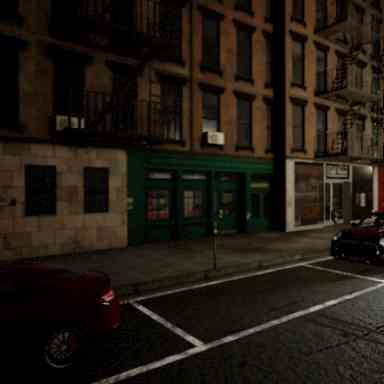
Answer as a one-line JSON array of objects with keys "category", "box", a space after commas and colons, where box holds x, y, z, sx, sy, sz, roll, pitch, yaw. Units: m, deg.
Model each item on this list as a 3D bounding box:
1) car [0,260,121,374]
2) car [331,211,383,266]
[{"category": "car", "box": [-2.971, 1.583, 4.072, 4.206, 1.307, 1.802, -1, 0, -36]}, {"category": "car", "box": [6.270, 1.358, 10.672, 4.097, 1.590, 1.967, -1, 0, -36]}]
